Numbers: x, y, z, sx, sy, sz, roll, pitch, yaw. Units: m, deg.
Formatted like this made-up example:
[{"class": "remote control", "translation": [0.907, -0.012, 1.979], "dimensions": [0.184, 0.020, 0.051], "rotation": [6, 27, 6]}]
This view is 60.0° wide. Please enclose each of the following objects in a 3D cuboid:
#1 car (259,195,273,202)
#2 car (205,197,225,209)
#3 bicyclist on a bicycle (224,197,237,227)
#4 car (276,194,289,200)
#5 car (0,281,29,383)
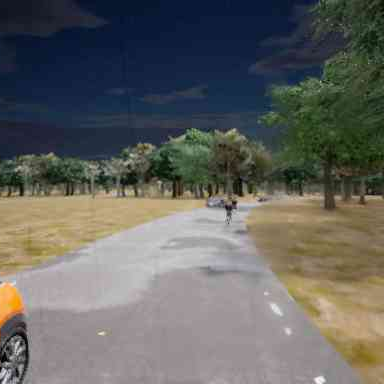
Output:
[{"class": "car", "translation": [14.720, 1.331, 66.131], "dimensions": [1.895, 1.301, 4.718], "rotation": [1, 1, 25]}, {"class": "car", "translation": [3.089, 1.361, 43.731], "dimensions": [2.128, 1.511, 4.902], "rotation": [0, 1, 16]}, {"class": "bicyclist on a bicycle", "translation": [2.414, 1.352, 21.692], "dimensions": [0.659, 1.776, 1.843], "rotation": [0, 0, 8]}, {"class": "car", "translation": [21.821, 1.231, 79.939], "dimensions": [1.895, 1.301, 4.718], "rotation": [1, 1, 32]}, {"class": "car", "translation": [-2.999, 1.338, 2.019], "dimensions": [2.097, 1.767, 4.553], "rotation": [0, 0, 1]}]
